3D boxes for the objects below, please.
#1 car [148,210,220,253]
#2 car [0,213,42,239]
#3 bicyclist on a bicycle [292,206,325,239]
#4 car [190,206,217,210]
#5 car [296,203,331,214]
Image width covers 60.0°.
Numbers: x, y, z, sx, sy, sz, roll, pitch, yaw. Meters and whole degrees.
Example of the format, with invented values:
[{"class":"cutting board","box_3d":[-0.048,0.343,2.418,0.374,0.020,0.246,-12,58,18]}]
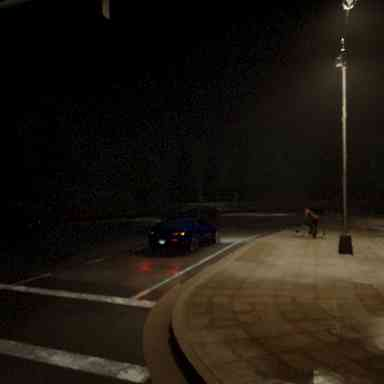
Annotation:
[{"class":"car","box_3d":[-0.247,1.753,14.830,1.812,1.442,4.674,-1,-1,23]},{"class":"car","box_3d":[-10.246,1.853,17.853,1.994,1.385,4.181,0,-1,24]},{"class":"bicyclist on a bicycle","box_3d":[5.923,1.562,17.006,1.656,1.620,0.582,-1,-1,27]},{"class":"car","box_3d":[1.027,2.154,35.442,4.181,1.385,1.994,1,-1,-43]},{"class":"car","box_3d":[16.563,2.284,45.379,4.902,1.511,2.128,0,-1,-20]}]
